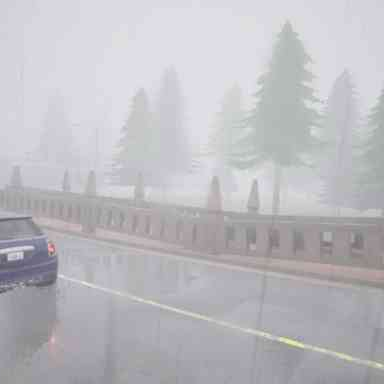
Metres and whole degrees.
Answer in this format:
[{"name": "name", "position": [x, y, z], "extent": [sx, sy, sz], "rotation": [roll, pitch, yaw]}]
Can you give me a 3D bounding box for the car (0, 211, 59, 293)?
[{"name": "car", "position": [-5.118, 1.177, 7.612], "extent": [4.553, 1.767, 2.097], "rotation": [3, 1, 35]}]
